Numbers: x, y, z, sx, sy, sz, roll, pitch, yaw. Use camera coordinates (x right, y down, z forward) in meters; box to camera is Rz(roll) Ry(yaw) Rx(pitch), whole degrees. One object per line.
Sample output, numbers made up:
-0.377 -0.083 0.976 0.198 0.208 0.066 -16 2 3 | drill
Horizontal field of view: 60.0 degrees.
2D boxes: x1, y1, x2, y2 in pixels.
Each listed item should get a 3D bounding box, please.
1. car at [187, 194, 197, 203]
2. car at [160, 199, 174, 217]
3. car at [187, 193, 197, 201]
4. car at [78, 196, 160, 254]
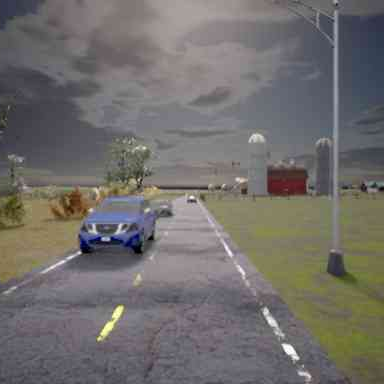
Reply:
0.014 1.473 66.653 1.994 1.385 4.181 0 0 0 | car
-2.752 1.453 31.136 1.837 1.490 4.892 0 0 0 | car
0.016 1.134 76.696 2.097 1.767 4.553 0 0 0 | car
-2.796 1.195 13.646 2.150 2.045 5.566 0 0 0 | car
